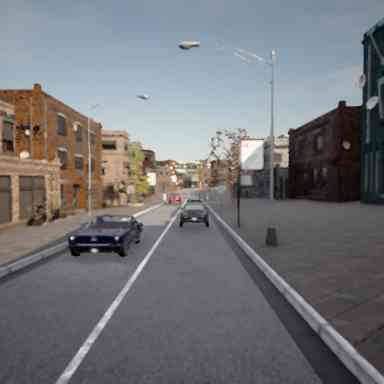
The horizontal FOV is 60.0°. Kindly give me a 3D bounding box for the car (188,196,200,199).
[{"bbox_3d":[0.238,1.305,42.203,1.882,1.535,5.008,0,0,0],"label":"car"}]

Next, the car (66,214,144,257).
[{"bbox_3d":[-3.117,1.562,12.820,1.895,1.301,4.718,0,0,0],"label":"car"}]

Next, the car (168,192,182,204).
[{"bbox_3d":[-2.842,0.985,55.958,2.150,2.045,5.566,0,0,1],"label":"car"}]

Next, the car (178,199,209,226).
[{"bbox_3d":[0.145,1.443,22.368,1.812,1.442,4.674,0,0,0],"label":"car"}]
